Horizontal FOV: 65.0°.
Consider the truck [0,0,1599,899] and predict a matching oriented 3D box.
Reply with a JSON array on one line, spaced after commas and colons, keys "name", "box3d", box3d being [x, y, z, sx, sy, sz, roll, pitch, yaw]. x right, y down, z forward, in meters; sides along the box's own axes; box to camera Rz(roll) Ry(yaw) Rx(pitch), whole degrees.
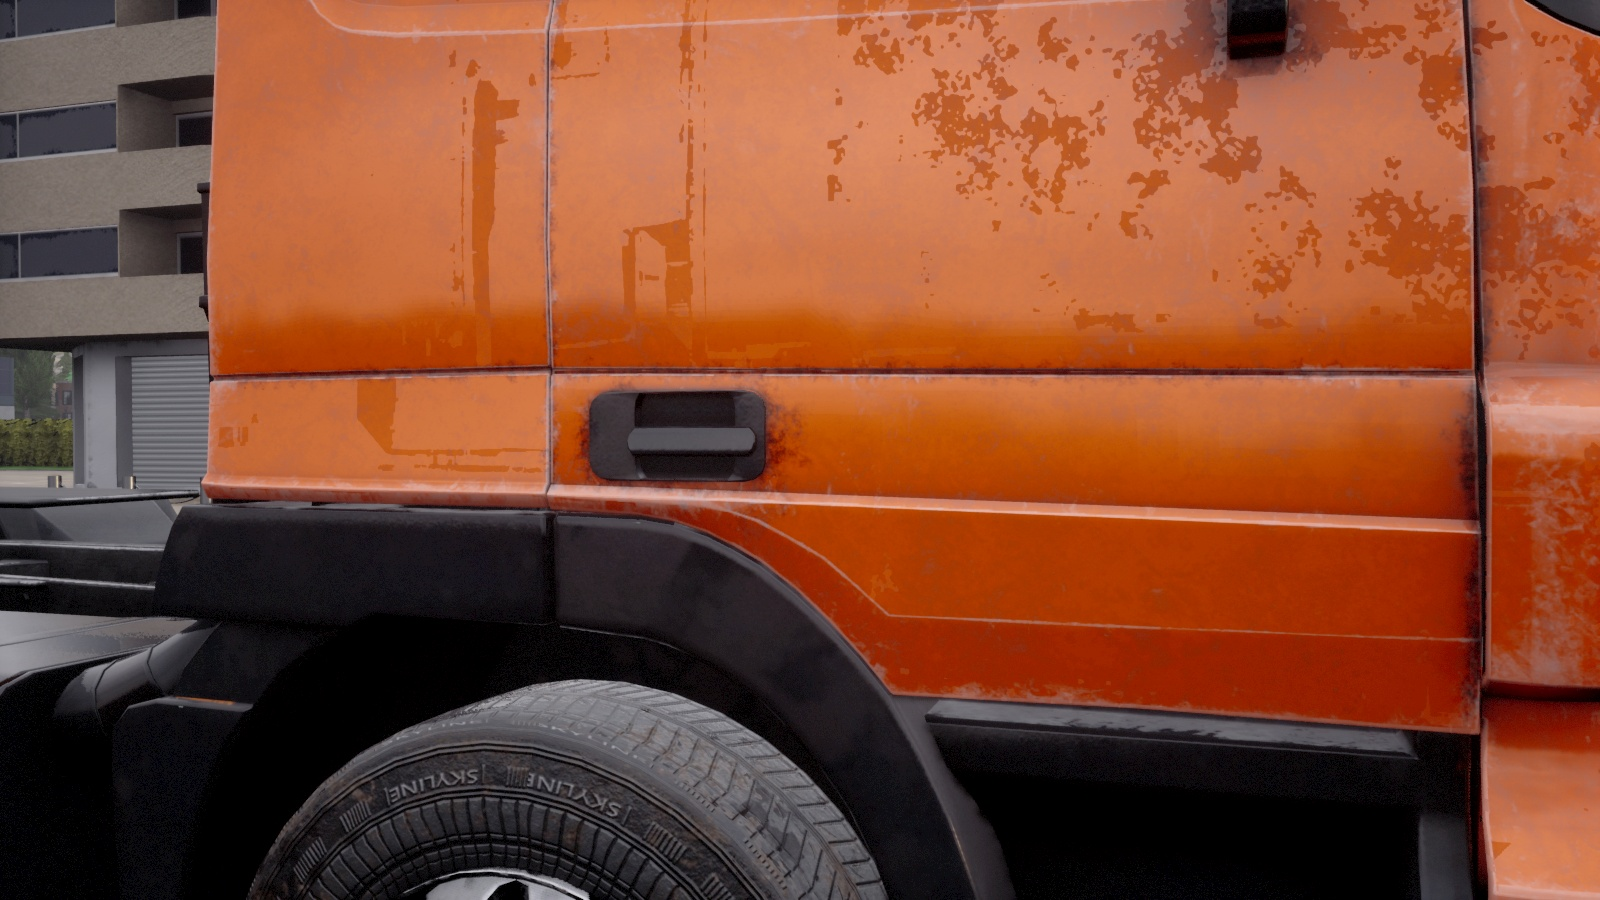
[{"name": "truck", "box3d": [-2.190, -0.226, 3.922, 7.936, 3.462, 2.891, 1, 1, 19]}]
